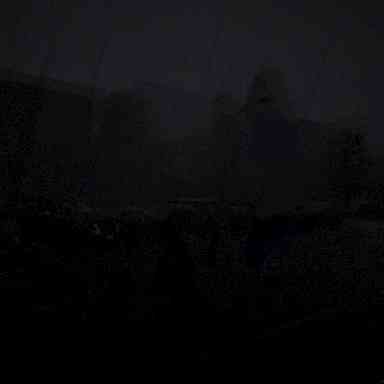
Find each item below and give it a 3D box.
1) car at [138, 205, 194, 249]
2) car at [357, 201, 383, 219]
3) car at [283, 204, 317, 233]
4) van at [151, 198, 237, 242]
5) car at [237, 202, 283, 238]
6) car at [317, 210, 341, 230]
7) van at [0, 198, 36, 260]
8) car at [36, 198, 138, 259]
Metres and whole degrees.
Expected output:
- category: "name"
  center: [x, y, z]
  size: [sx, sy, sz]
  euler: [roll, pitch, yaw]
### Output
- category: "car"
  center: [-2.674, 1.503, 14.676]
  size: [4.892, 1.521, 2.231]
  euler: [-1, -1, 35]
- category: "car"
  center: [16.863, 1.556, 28.565]
  size: [4.792, 1.488, 2.163]
  euler: [-1, -1, 35]
- category: "car"
  center: [4.613, 1.551, 19.867]
  size: [4.674, 1.452, 2.002]
  euler: [-1, -1, 35]
- category: "van"
  center: [-0.348, 1.281, 16.477]
  size: [4.442, 1.987, 1.878]
  euler: [-1, -1, 35]
- category: "car"
  center: [2.205, 1.382, 18.124]
  size: [4.553, 1.767, 2.185]
  euler: [-1, -1, 34]
- category: "car"
  center: [7.084, 1.544, 21.601]
  size: [4.792, 1.488, 2.163]
  euler: [-1, -1, 35]
- category: "van"
  center: [-7.440, 1.269, 11.160]
  size: [4.442, 1.987, 1.878]
  euler: [-1, -1, 35]
- category: "car"
  center: [-5.083, 1.248, 12.941]
  size: [5.566, 2.045, 2.435]
  euler: [-1, -1, 35]
